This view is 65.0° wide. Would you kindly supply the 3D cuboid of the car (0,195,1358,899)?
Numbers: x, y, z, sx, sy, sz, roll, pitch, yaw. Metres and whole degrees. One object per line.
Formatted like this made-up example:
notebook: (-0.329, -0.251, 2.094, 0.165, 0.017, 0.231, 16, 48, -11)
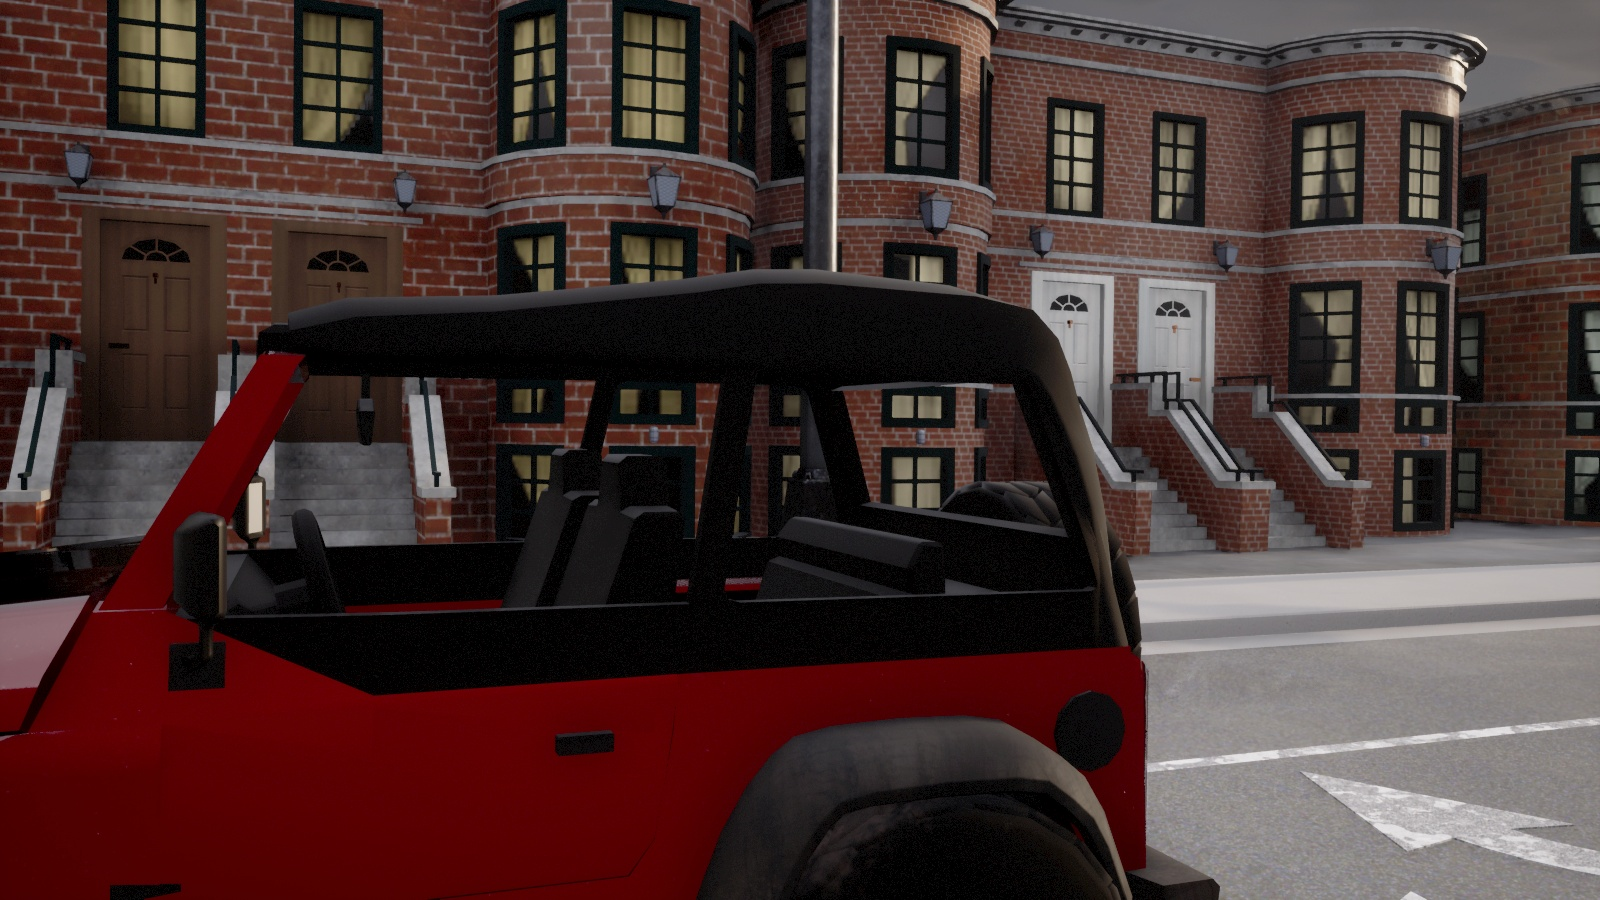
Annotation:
car: (-0.955, 0.557, 2.881, 3.866, 1.878, 1.905, -1, 1, -21)
